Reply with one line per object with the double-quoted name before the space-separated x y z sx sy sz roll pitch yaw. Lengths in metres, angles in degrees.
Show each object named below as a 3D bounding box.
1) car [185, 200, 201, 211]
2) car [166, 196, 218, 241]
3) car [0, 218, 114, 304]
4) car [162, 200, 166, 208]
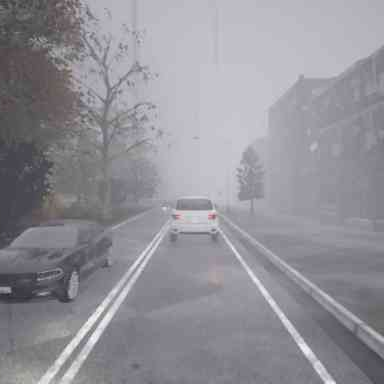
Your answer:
"car" 0.071 1.631 41.220 1.895 1.301 4.718 0 0 0
"car" 0.098 1.217 16.696 2.150 2.045 5.566 0 0 0
"car" -3.350 1.476 8.424 1.882 1.535 5.008 0 0 0
"car" -3.377 1.667 50.543 1.994 1.385 4.181 0 -1 0
